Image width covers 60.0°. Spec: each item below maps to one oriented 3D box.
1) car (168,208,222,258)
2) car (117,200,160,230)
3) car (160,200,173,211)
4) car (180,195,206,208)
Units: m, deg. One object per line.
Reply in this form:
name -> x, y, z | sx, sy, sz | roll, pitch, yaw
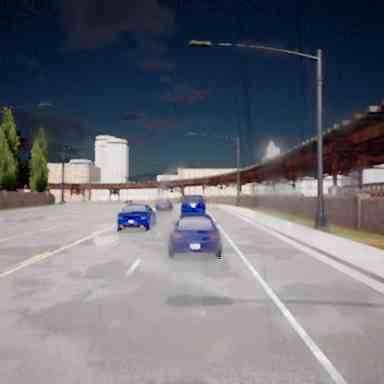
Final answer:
car -> 0.107, 1.537, 12.705 | 1.812, 1.442, 4.674 | 0, 0, 0
car -> -3.387, 1.496, 21.039 | 1.882, 1.535, 5.008 | 0, 0, 0
car -> -3.432, 1.599, 40.681 | 1.994, 1.385, 4.181 | 0, 0, -1
car -> 0.117, 1.248, 30.135 | 2.150, 2.045, 5.566 | 0, 0, 0
